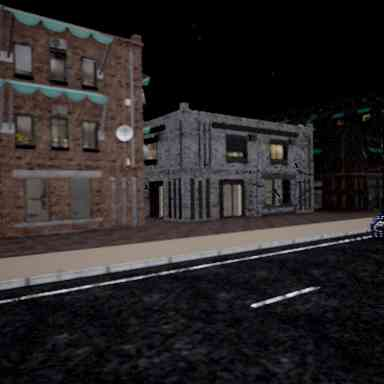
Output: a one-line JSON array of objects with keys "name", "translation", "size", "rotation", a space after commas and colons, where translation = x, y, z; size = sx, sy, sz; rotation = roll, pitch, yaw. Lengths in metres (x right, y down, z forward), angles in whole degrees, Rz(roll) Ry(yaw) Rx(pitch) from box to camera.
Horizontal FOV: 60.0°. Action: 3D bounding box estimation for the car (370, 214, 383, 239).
[{"name": "car", "translation": [9.851, 1.170, 14.695], "size": [4.553, 1.767, 2.097], "rotation": [-1, 0, -35]}]
